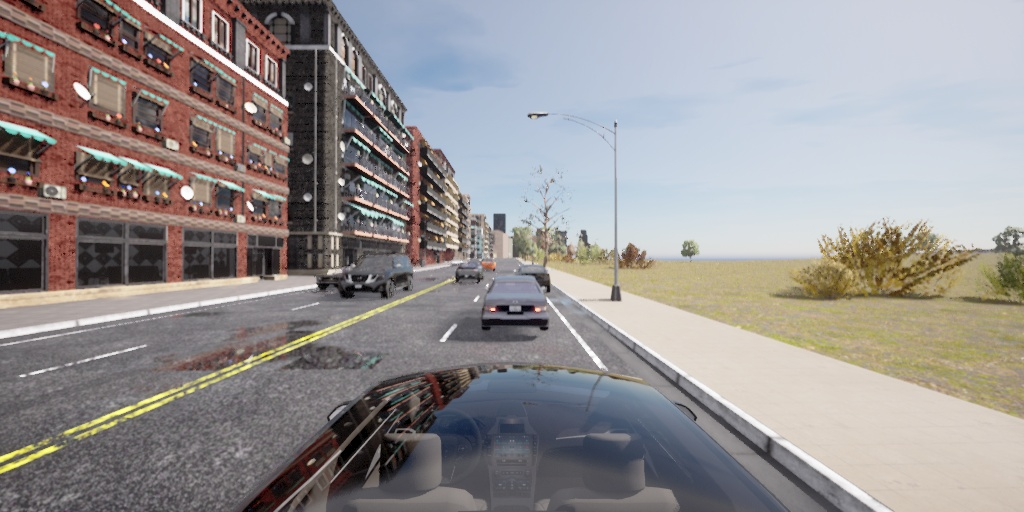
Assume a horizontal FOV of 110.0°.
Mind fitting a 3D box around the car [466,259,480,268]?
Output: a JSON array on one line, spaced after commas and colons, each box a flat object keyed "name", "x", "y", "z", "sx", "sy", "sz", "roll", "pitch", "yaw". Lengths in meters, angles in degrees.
[{"name": "car", "x": -6.635, "y": 1.187, "z": 61.706, "sx": 1.837, "sy": 1.490, "sz": 4.892, "roll": 0, "pitch": 0, "yaw": 0}]

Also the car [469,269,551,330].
[{"name": "car", "x": 0.094, "y": 1.288, "z": 11.007, "sx": 2.033, "sy": 1.411, "sz": 5.357, "roll": 0, "pitch": 0, "yaw": 0}]

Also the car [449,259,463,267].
[{"name": "car", "x": -9.873, "y": 1.204, "z": 63.819, "sx": 1.812, "sy": 1.442, "sz": 4.674, "roll": 0, "pitch": 0, "yaw": 0}]

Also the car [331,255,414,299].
[{"name": "car", "x": -6.616, "y": 0.954, "z": 18.193, "sx": 2.150, "sy": 2.045, "sz": 5.566, "roll": 0, "pitch": 0, "yaw": 0}]

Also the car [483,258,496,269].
[{"name": "car", "x": -3.200, "y": 1.052, "z": 47.596, "sx": 2.097, "sy": 1.767, "sz": 4.553, "roll": 0, "pitch": 0, "yaw": 0}]

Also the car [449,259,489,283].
[{"name": "car", "x": -3.178, "y": 1.213, "z": 27.660, "sx": 2.128, "sy": 1.511, "sz": 4.902, "roll": 0, "pitch": 0, "yaw": 0}]

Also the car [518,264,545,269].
[{"name": "car", "x": 1.117, "y": 1.208, "z": 20.770, "sx": 1.882, "sy": 1.535, "sz": 5.008, "roll": 0, "pitch": 0, "yaw": 0}]

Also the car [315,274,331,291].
[{"name": "car", "x": -9.871, "y": 1.330, "z": 21.799, "sx": 1.895, "sy": 1.301, "sz": 4.718, "roll": 0, "pitch": 0, "yaw": 0}]
